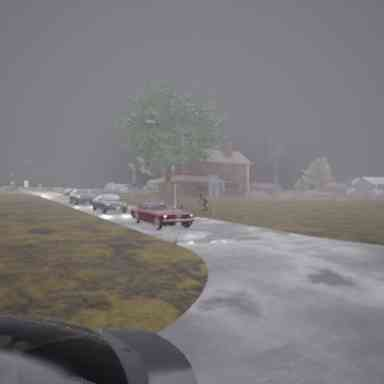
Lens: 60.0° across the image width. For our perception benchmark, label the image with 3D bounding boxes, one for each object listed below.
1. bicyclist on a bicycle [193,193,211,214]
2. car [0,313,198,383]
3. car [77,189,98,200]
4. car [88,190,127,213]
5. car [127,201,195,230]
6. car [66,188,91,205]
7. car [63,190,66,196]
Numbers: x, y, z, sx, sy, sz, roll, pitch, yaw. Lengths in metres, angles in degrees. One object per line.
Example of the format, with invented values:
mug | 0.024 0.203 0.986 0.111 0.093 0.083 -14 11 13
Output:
bicyclist on a bicycle | 0.783 0.937 25.839 1.656 1.620 0.582 0 1 -30
car | -2.183 1.529 1.353 4.892 1.490 1.837 0 -1 -30
car | -14.752 0.338 46.821 1.812 1.442 4.674 0 1 -30
car | -6.655 0.860 26.780 1.812 1.442 4.674 0 1 -30
car | -1.707 1.196 18.146 1.895 1.301 4.718 0 1 -30
car | -11.655 0.432 35.511 2.097 1.767 4.553 0 1 -30
car | -21.109 0.052 57.890 1.812 1.442 4.674 0 1 -30
